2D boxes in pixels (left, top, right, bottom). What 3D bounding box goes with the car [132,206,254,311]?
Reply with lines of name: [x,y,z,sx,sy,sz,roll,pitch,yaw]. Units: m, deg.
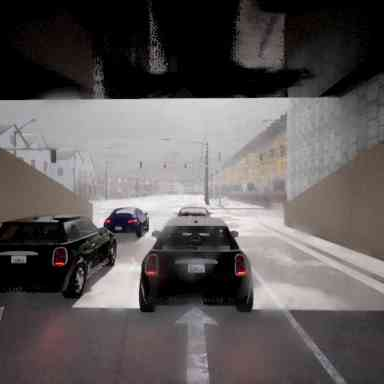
car: [0.080,1.352,7.915,2.097,1.767,4.553,0,0,0]

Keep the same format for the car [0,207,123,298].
car: [-3.415,1.352,8.678,2.097,1.767,4.553,0,0,0]

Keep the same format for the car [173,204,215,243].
car: [0.089,1.477,17.183,1.882,1.535,5.008,0,0,0]

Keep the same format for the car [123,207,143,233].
car: [-3.411,1.525,17.729,1.812,1.442,4.674,0,0,0]
